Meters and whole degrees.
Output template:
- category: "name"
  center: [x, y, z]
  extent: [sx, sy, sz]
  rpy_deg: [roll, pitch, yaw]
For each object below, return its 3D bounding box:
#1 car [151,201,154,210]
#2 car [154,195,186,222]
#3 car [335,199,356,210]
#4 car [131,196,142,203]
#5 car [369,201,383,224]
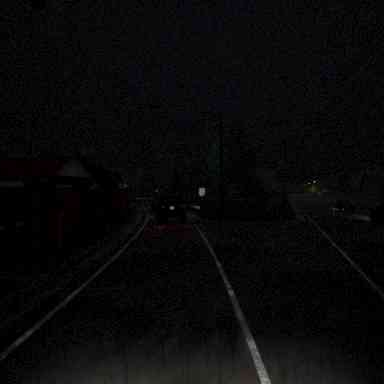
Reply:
- category: "car"
  center: [-4.565, 1.675, 45.755]
  extent: [1.994, 1.385, 4.181]
  rpy_deg: [0, 0, -11]
- category: "car"
  center: [-1.754, 1.284, 26.828]
  extent: [2.150, 2.045, 5.566]
  rpy_deg: [0, 0, -7]
- category: "car"
  center: [19.617, 1.599, 42.716]
  extent: [1.994, 1.385, 4.181]
  rpy_deg: [0, 0, 16]
- category: "car"
  center: [-13.003, 1.703, 77.372]
  extent: [1.837, 1.490, 4.892]
  rpy_deg: [0, 0, -20]
- category: "car"
  center: [14.483, 1.612, 24.335]
  extent: [1.895, 1.301, 4.718]
  rpy_deg: [0, 0, 16]
